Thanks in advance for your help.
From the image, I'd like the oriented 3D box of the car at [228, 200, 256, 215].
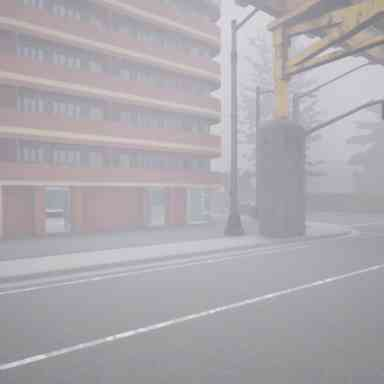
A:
[{"bbox_3d":[5.424,1.511,32.064,1.812,1.442,4.674,0,0,-36],"label":"car"}]
